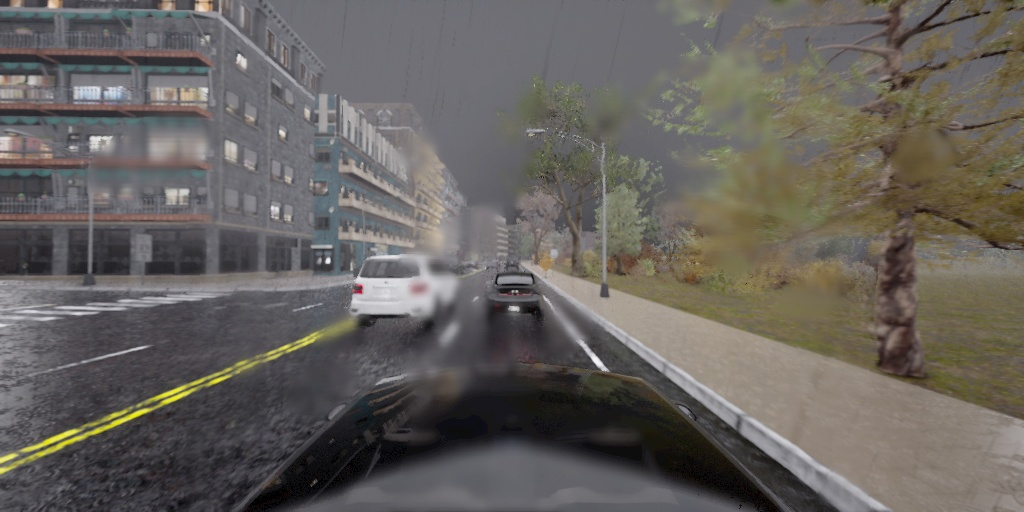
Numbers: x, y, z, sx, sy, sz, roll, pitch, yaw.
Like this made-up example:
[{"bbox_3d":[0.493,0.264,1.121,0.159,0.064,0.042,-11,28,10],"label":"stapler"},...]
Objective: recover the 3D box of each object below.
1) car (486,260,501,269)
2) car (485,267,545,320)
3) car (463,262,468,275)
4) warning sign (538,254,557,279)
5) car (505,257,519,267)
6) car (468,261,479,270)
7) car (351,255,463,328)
[{"bbox_3d":[-3.230,1.484,59.302,2.033,1.411,5.357,0,0,0],"label":"car"},{"bbox_3d":[0.097,1.290,12.743,1.837,1.490,4.892,0,0,0],"label":"car"},{"bbox_3d":[-6.577,1.090,39.336,2.150,2.045,5.566,0,0,0],"label":"car"},{"bbox_3d":[2.860,0.955,30.063,1.300,1.860,1.060,0,0,0],"label":"warning sign"},{"bbox_3d":[0.020,1.158,59.332,2.150,2.045,5.566,0,0,0],"label":"car"},{"bbox_3d":[-6.509,1.483,59.020,2.033,1.411,5.357,0,0,1],"label":"car"},{"bbox_3d":[-3.153,1.003,11.666,2.150,2.045,5.566,0,0,0],"label":"car"}]
